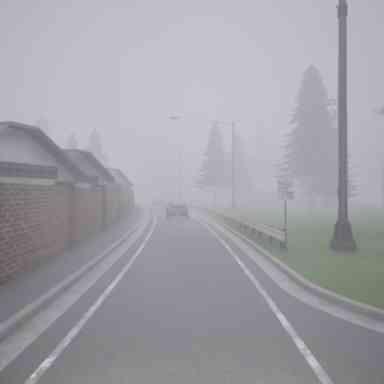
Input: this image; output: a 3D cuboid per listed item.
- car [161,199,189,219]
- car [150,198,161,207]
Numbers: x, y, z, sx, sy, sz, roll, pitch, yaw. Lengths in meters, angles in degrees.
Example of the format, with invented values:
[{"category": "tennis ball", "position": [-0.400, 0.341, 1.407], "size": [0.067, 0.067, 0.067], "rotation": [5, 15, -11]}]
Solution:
[{"category": "car", "position": [-1.377, 1.509, 28.751], "size": [2.128, 1.511, 4.902], "rotation": [0, 0, -6]}, {"category": "car", "position": [-5.563, 1.601, 53.674], "size": [1.994, 1.385, 4.181], "rotation": [0, 0, -13]}]
